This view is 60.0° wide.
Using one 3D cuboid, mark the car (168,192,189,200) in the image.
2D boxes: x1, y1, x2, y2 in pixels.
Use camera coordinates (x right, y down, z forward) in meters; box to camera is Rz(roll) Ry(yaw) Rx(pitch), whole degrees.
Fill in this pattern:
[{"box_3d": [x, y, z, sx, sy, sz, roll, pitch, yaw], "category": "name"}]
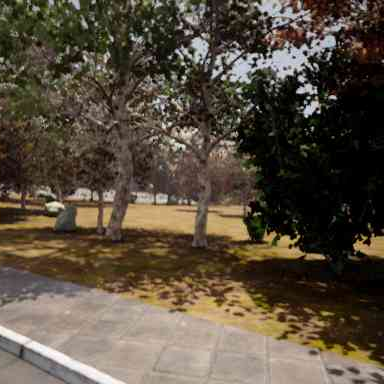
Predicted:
[{"box_3d": [-4.227, 0.934, 94.417, 2.435, 2.045, 5.566, 6, 2, 41], "category": "car"}]
